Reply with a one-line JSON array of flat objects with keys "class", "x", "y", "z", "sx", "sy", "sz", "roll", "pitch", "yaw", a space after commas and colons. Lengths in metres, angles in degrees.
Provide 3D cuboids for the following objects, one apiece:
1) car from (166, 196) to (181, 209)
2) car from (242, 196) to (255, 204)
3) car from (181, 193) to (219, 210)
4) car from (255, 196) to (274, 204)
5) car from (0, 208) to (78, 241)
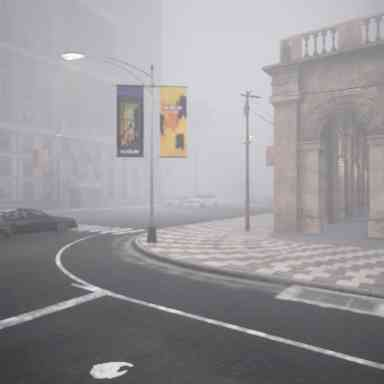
[{"class": "car", "x": -1.563, "y": 1.342, "z": 45.273, "sx": 2.097, "sy": 1.767, "sz": 4.553, "roll": 0, "pitch": 0, "yaw": 36}, {"class": "car", "x": 11.130, "y": 1.502, "z": 62.764, "sx": 1.837, "sy": 1.490, "sz": 4.892, "roll": 0, "pitch": 0, "yaw": 36}, {"class": "car", "x": 1.419, "y": 1.213, "z": 43.429, "sx": 2.150, "sy": 2.045, "sz": 5.566, "roll": 0, "pitch": 0, "yaw": 36}, {"class": "car", "x": 14.087, "y": 1.486, "z": 60.877, "sx": 2.128, "sy": 1.511, "sz": 4.902, "roll": 0, "pitch": 0, "yaw": 36}, {"class": "car", "x": -8.593, "y": 1.541, "z": 16.947, "sx": 2.033, "sy": 1.411, "sz": 5.357, "roll": 0, "pitch": 0, "yaw": 35}]
